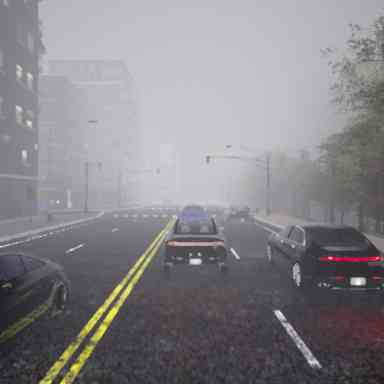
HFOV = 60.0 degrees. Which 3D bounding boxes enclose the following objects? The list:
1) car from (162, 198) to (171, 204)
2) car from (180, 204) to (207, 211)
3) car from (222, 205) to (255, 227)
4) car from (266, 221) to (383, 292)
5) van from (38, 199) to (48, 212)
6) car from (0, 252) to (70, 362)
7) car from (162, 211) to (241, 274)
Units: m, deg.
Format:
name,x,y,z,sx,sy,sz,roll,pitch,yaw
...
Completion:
name,x,y,z,sx,sy,sz,roll,pitch,yaw
car,-6.473,2.239,84.200,1.895,1.301,4.718,0,0,0
car,0.102,1.659,24.936,1.882,1.535,5.008,0,0,0
car,3.351,1.666,24.384,2.128,1.511,4.902,0,-1,0
car,3.347,1.570,9.109,1.837,1.490,4.892,0,0,0
van,-22.714,1.954,47.488,3.998,1.788,1.690,-1,1,-1
car,-3.348,1.599,4.741,1.994,1.385,4.181,0,0,0
car,0.100,1.567,10.792,2.128,1.511,4.902,0,-1,0
